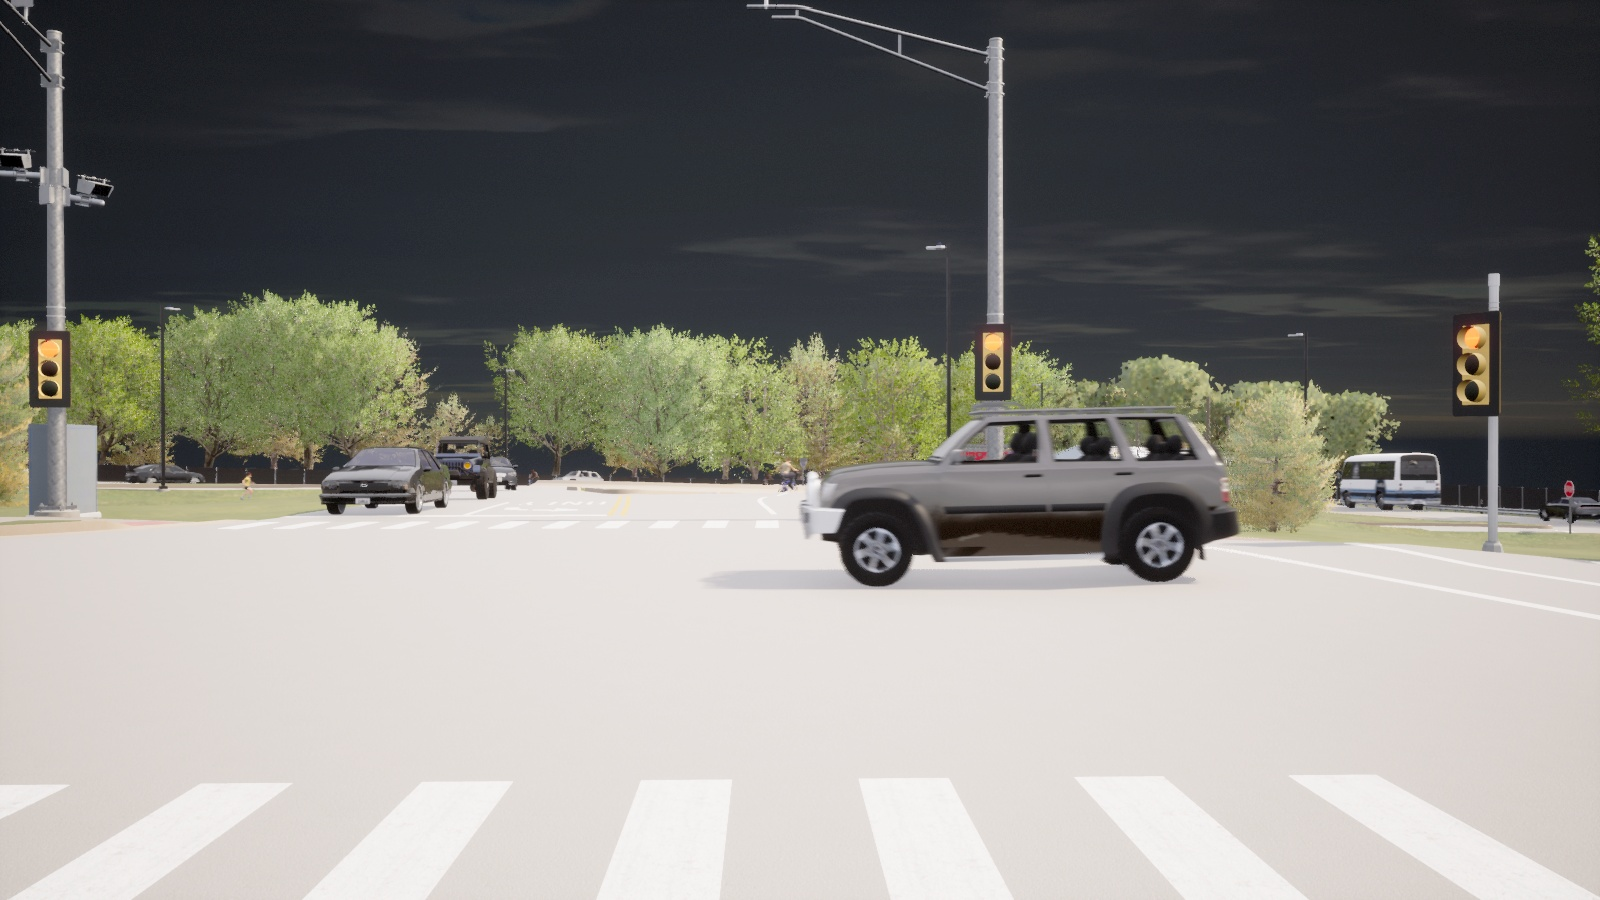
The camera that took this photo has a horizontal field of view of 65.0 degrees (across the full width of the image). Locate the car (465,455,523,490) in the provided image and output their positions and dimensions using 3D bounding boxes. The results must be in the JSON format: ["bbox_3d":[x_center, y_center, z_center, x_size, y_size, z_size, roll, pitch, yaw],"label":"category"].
[{"bbox_3d":[-13.813,1.014,56.467,2.128,1.511,4.902,0,-1,-19],"label":"car"}]

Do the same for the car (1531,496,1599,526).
[{"bbox_3d":[44.775,3.500,72.923,2.128,1.511,4.902,0,0,6],"label":"car"}]

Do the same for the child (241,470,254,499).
[{"bbox_3d":[-21.415,1.333,48.664,0.394,1.110,0.255,0,1,-12],"label":"child"}]

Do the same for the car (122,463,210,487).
[{"bbox_3d":[-42.003,1.658,83.332,1.837,1.490,4.892,-1,-2,37],"label":"car"}]

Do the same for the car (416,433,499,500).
[{"bbox_3d":[-10.076,0.492,37.225,1.905,1.878,3.866,0,-1,-8],"label":"car"}]

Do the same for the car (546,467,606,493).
[{"bbox_3d":[-15.787,2.148,88.632,1.970,1.475,3.806,-7,-9,41],"label":"car"}]

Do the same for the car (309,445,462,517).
[{"bbox_3d":[-8.879,0.613,27.407,2.033,1.411,5.357,0,0,-6],"label":"car"}]

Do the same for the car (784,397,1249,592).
[{"bbox_3d":[2.174,0.438,13.536,4.605,1.855,1.932,-1,1,1],"label":"car"}]
